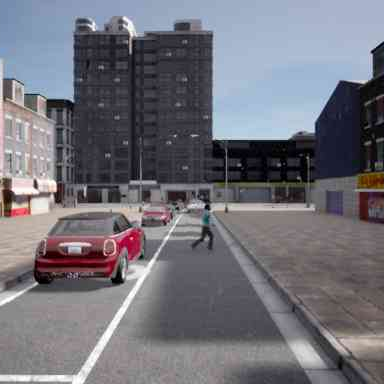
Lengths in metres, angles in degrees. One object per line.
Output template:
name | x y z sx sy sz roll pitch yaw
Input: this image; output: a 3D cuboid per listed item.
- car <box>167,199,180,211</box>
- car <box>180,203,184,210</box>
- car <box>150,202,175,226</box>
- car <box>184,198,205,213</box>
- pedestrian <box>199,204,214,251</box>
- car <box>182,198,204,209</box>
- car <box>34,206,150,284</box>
car | -2.377 1.554 28.577 1.947 1.339 4.313 0 0 1
car | -2.276 1.549 39.481 1.947 1.339 4.313 0 0 1
car | -2.428 1.573 23.125 1.802 1.307 4.206 0 0 1
car | 0.415 1.586 36.094 1.895 1.301 4.718 0 0 1
pedestrian | 0.535 1.289 12.509 0.375 1.860 0.375 0 0 1
car | 0.085 1.530 46.395 2.033 1.411 5.357 0 0 -10
car | -2.663 1.348 9.734 2.097 1.767 4.553 0 0 1
